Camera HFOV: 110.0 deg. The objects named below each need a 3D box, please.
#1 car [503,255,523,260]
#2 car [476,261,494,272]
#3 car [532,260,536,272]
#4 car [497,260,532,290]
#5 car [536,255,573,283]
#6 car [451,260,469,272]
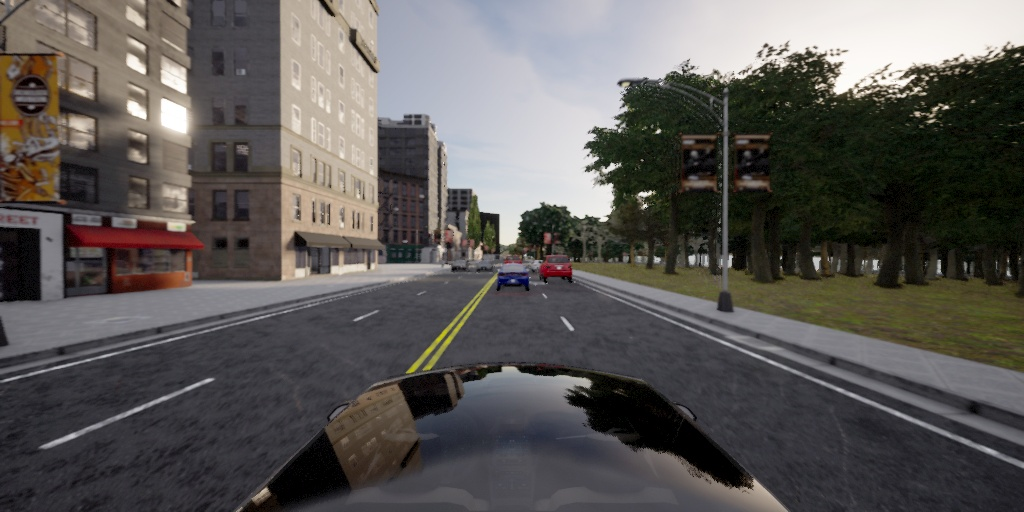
[{"bbox_3d":[0.125,0.947,43.702,2.150,2.045,5.566,0,0,0],"label":"car"},{"bbox_3d":[-3.305,1.291,44.173,1.994,1.385,4.181,0,0,0],"label":"car"},{"bbox_3d":[3.375,1.250,44.998,1.812,1.442,4.674,0,0,0],"label":"car"},{"bbox_3d":[0.075,1.220,22.477,1.882,1.535,5.008,0,0,0],"label":"car"},{"bbox_3d":[3.367,0.959,28.251,2.150,2.045,5.566,0,0,0],"label":"car"},{"bbox_3d":[-6.548,1.232,45.641,1.837,1.490,4.892,0,0,0],"label":"car"}]
